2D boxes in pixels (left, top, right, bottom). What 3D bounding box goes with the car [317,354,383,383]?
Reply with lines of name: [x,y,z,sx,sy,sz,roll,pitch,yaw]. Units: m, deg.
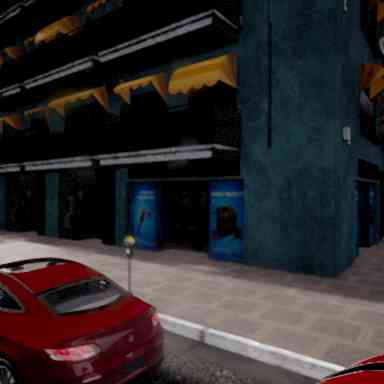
car: [2.316,1.442,1.197,4.097,1.590,1.967,0,0,36]

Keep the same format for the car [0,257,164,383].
car: [-2.251,1.578,4.547,4.206,1.307,1.802,0,0,36]
